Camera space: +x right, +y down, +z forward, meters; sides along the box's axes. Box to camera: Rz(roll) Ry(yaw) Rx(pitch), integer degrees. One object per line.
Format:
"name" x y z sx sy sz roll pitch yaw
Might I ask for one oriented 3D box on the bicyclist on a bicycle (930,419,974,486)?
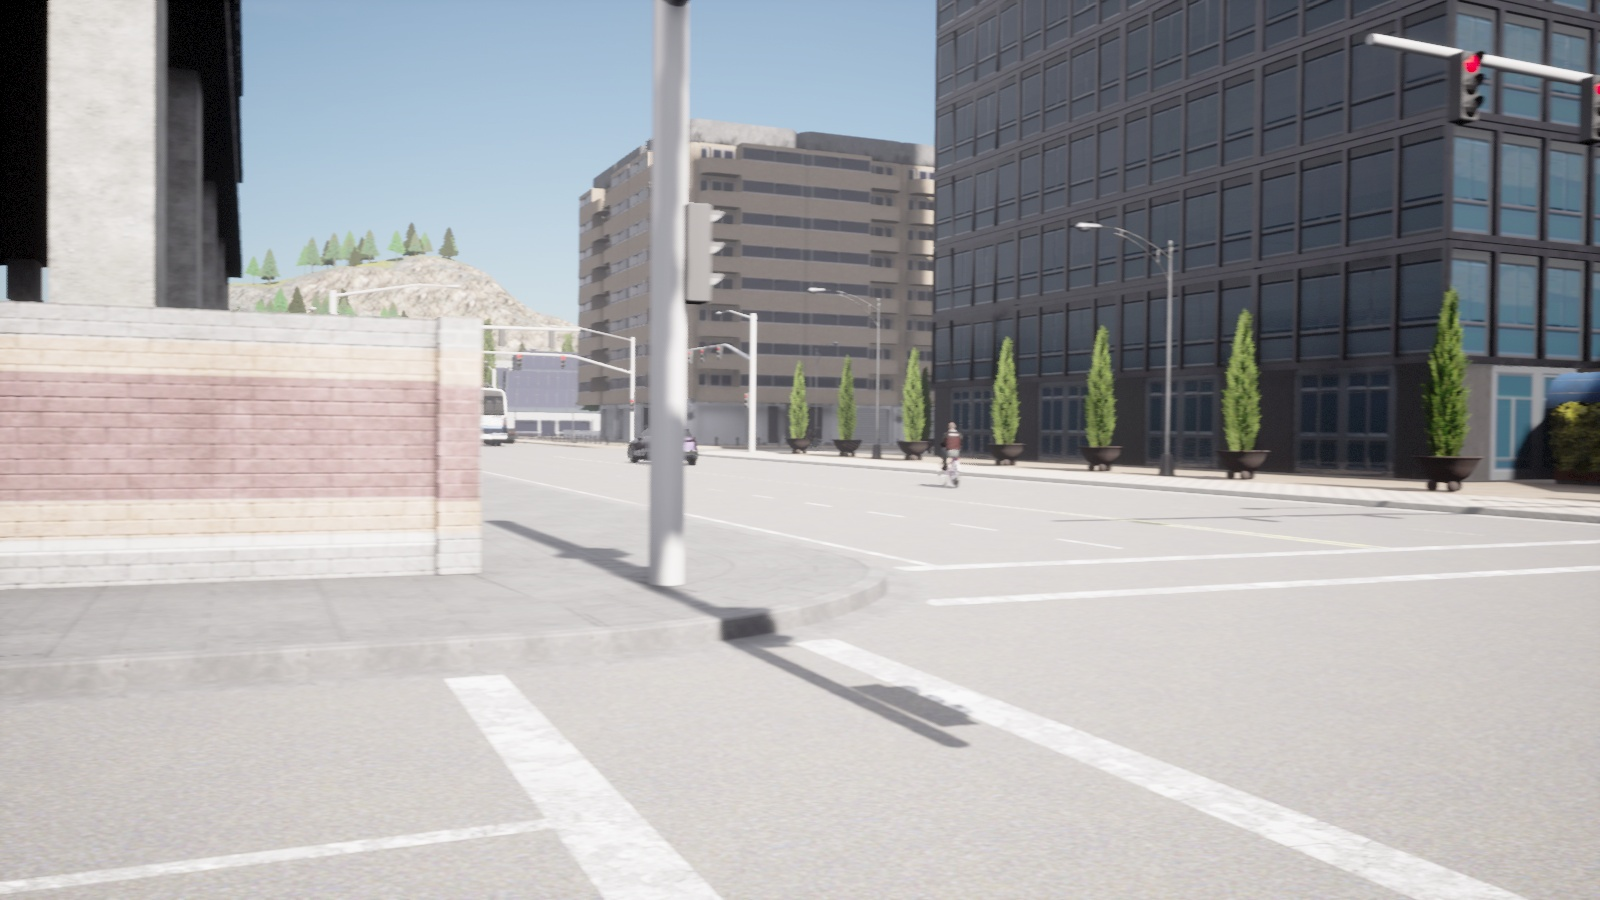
"bicyclist on a bicycle" 4.107 0.051 34.036 0.659 1.776 1.843 -1 1 -10

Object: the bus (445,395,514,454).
"bus" -24.725 -1.940 96.324 3.944 4.253 10.273 -1 1 -21

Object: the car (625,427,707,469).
"car" -5.683 -0.099 52.625 2.033 1.649 4.856 -1 1 -24
